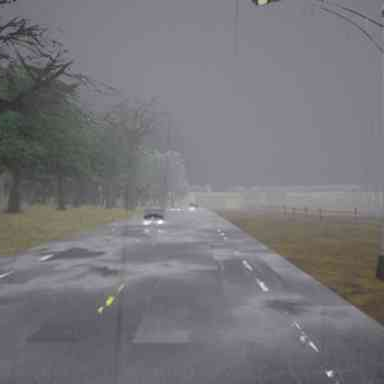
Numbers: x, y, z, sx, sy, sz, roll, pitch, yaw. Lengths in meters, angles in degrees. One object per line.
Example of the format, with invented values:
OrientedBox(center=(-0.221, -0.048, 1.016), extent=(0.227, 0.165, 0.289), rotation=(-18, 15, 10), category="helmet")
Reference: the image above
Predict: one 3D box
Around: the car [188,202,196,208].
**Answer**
OrientedBox(center=(0.034, 3.298, 86.428), extent=(1.837, 1.490, 4.892), rotation=(0, -2, 0), category="car")

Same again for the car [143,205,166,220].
OrientedBox(center=(-3.582, 2.003, 33.021), extent=(2.033, 1.411, 5.357), rotation=(0, -1, 0), category="car")

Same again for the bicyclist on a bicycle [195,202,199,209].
OrientedBox(center=(0.978, 2.578, 61.781), extent=(0.866, 1.612, 1.509), rotation=(0, -2, 0), category="bicyclist on a bicycle")

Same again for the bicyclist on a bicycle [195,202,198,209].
OrientedBox(center=(0.992, 2.848, 69.929), extent=(0.582, 1.620, 1.656), rotation=(0, -2, 0), category="bicyclist on a bicycle")

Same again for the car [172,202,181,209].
OrientedBox(center=(-3.471, 2.987, 73.935), extent=(2.128, 1.511, 4.902), rotation=(0, -2, 0), category="car")
